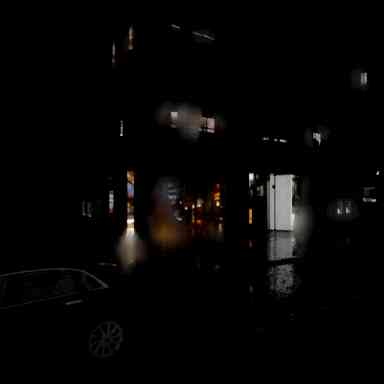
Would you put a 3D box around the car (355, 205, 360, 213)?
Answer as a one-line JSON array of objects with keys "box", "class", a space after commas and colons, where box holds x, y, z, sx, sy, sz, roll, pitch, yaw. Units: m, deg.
[{"box": [17.800, 1.843, 39.700, 1.802, 1.307, 4.206, -1, 0, -35], "class": "car"}]

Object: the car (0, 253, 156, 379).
[{"box": [-2.593, 1.551, 4.249, 4.403, 1.369, 2.008, 0, 0, -35], "class": "car"}]
